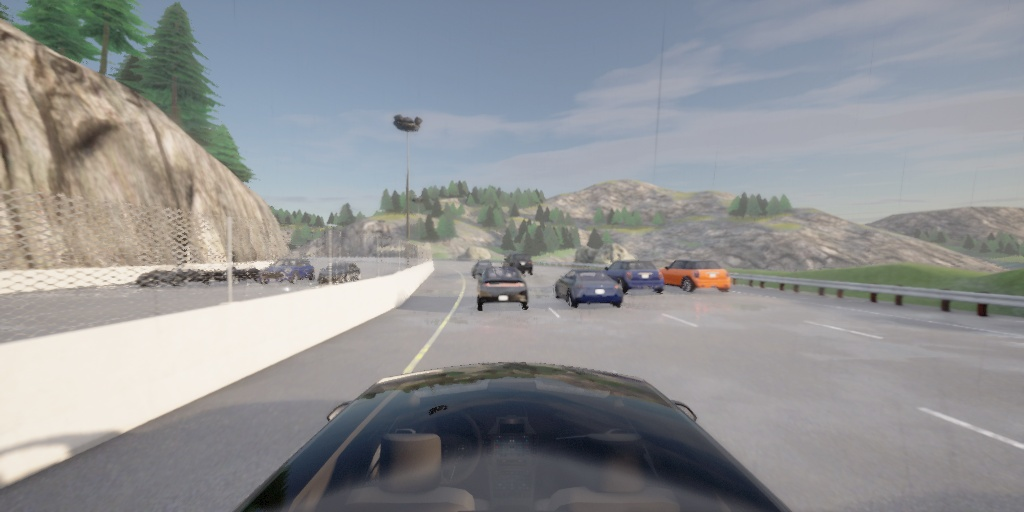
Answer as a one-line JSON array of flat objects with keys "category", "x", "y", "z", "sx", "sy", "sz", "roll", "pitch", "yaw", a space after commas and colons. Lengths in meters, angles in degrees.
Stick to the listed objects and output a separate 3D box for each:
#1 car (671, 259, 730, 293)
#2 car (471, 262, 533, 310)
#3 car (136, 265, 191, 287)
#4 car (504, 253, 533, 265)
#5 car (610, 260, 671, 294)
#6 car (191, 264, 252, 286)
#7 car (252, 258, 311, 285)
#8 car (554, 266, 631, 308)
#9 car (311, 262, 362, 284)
[{"category": "car", "x": 9.628, "y": 0.954, "z": 19.646, "sx": 2.097, "sy": 1.767, "sz": 4.553, "roll": 0, "pitch": 0, "yaw": -5}, {"category": "car", "x": -0.449, "y": 1.170, "z": 14.278, "sx": 2.128, "sy": 1.511, "sz": 4.902, "roll": 0, "pitch": 0, "yaw": -4}, {"category": "car", "x": -22.604, "y": 1.289, "z": 24.132, "sx": 1.994, "sy": 1.385, "sz": 4.181, "roll": 0, "pitch": 0, "yaw": -8}, {"category": "car", "x": 0.527, "y": 0.775, "z": 34.671, "sx": 2.150, "sy": 2.045, "sz": 5.566, "roll": 0, "pitch": 0, "yaw": -10}, {"category": "car", "x": 6.152, "y": 0.972, "z": 19.175, "sx": 2.097, "sy": 1.767, "sz": 4.553, "roll": 0, "pitch": 0, "yaw": -5}, {"category": "car", "x": -19.145, "y": 1.212, "z": 24.685, "sx": 1.895, "sy": 1.301, "sz": 4.718, "roll": 0, "pitch": 0, "yaw": -8}, {"category": "car", "x": -15.690, "y": 0.954, "z": 25.237, "sx": 2.097, "sy": 1.767, "sz": 4.553, "roll": 0, "pitch": 0, "yaw": -8}, {"category": "car", "x": 3.007, "y": 1.224, "z": 14.822, "sx": 1.994, "sy": 1.385, "sz": 4.181, "roll": 0, "pitch": 0, "yaw": -4}, {"category": "car", "x": -12.219, "y": 1.223, "z": 25.703, "sx": 1.837, "sy": 1.490, "sz": 4.892, "roll": 0, "pitch": 0, "yaw": -8}]
